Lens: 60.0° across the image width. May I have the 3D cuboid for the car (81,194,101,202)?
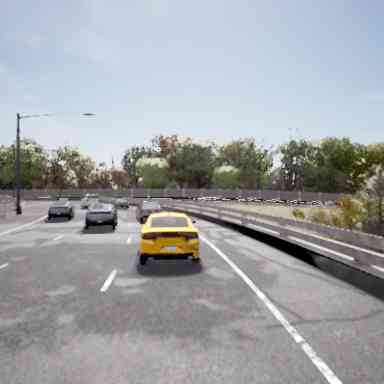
[{"bbox_3d":[-14.224,1.299,46.699,2.150,2.045,5.566,0,0,-26],"label":"car"}]

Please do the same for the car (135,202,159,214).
[{"bbox_3d":[-3.599,1.571,27.710,2.033,1.411,5.357,0,0,-15],"label":"car"}]

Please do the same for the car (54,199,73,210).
[{"bbox_3d":[-17.639,1.656,45.549,1.994,1.385,4.181,0,0,-25],"label":"car"}]

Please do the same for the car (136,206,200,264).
[{"bbox_3d":[-0.871,1.485,12.042,1.882,1.535,5.008,0,0,-6],"label":"car"}]

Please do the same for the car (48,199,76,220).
[{"bbox_3d":[-11.157,1.548,28.610,2.128,1.511,4.902,0,0,-16],"label":"car"}]

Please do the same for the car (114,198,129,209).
[{"bbox_3d":[-10.195,1.606,46.344,2.033,1.411,5.357,0,0,-24],"label":"car"}]

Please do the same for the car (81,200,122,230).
[{"bbox_3d":[-5.821,1.524,21.595,2.128,1.511,4.902,0,0,-12],"label":"car"}]
